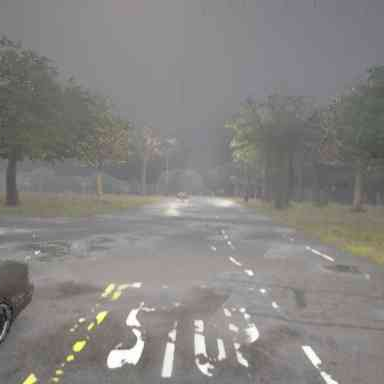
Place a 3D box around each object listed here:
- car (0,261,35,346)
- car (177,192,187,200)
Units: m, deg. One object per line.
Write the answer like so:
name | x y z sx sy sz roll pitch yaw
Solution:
car | -3.552 1.466 3.316 2.033 1.411 5.357 2 0 0
car | -1.945 0.739 65.277 1.882 1.535 5.008 2 1 2
